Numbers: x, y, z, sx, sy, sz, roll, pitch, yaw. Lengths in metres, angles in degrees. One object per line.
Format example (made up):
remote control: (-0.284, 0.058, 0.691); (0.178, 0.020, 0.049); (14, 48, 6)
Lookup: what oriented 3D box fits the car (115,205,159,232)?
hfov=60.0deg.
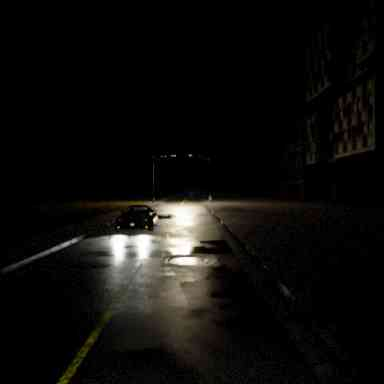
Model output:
car: (-3.015, 1.443, 18.795); (1.994, 1.385, 4.181); (0, 0, 0)

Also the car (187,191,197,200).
car: (-0.061, 0.709, 74.475); (2.150, 2.045, 5.566); (0, 0, 0)
